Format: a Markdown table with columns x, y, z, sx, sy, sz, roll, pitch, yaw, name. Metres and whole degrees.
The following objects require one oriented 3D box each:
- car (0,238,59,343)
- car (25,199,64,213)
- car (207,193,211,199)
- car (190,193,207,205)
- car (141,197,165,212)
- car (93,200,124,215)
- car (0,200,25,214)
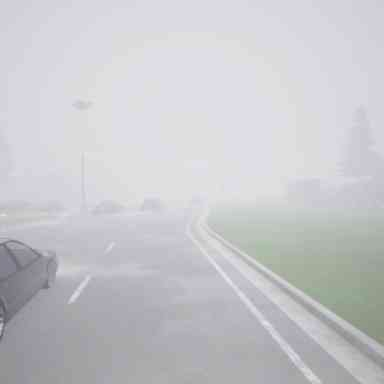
| x | y | z | sx | sy | sz | roll | pitch | yaw | name |
| --- | --- | --- | --- | --- | --- | --- | --- | --- | --- |
| -3.883 | 1.556 | 5.926 | 2.033 | 1.411 | 5.357 | -1 | 0 | -9 | car |
| -15.840 | 1.470 | 36.667 | 1.812 | 1.442 | 4.674 | -1 | 0 | 6 | car |
| 3.565 | 0.898 | 77.917 | 2.033 | 1.411 | 5.357 | -1 | 0 | 6 | car |
| 0.720 | 1.164 | 49.150 | 2.033 | 1.411 | 5.357 | -1 | 0 | 6 | car |
| -4.128 | 1.290 | 35.889 | 1.837 | 1.490 | 4.892 | -1 | 0 | 5 | car |
| -7.988 | 1.432 | 32.041 | 1.994 | 1.385 | 4.181 | -1 | 0 | 5 | car |
| -19.380 | 1.543 | 36.471 | 2.033 | 1.411 | 5.357 | -1 | 0 | 6 | car |
